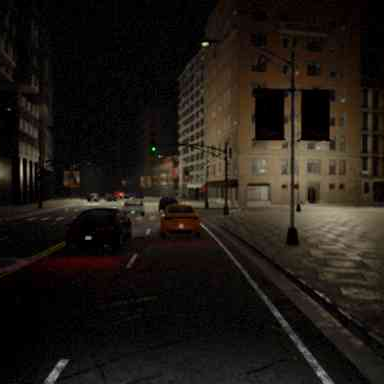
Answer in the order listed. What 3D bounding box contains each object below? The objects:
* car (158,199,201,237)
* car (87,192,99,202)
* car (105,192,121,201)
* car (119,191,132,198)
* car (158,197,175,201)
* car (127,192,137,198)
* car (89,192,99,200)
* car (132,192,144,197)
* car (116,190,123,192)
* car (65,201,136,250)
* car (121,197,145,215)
[{"bbox_3d":[-0.661,1.355,17.356,1.882,1.535,5.008,0,0,-4],"label":"car"},{"bbox_3d":[-17.337,1.122,58.380,2.128,1.511,4.902,0,0,-14],"label":"car"},{"bbox_3d":[-14.154,1.164,59.197,2.033,1.411,5.357,0,0,-14],"label":"car"},{"bbox_3d":[-15.230,1.109,74.639,1.895,1.301,4.718,0,0,-19],"label":"car"},{"bbox_3d":[-2.439,1.242,33.823,1.882,1.535,5.008,0,0,-8],"label":"car"},{"bbox_3d":[-15.399,0.812,85.214,1.882,1.535,5.008,0,0,-19],"label":"car"},{"bbox_3d":[-21.578,0.880,73.142,2.097,1.767,4.553,0,0,-18],"label":"car"},{"bbox_3d":[-12.093,1.032,75.517,1.812,1.442,4.674,0,0,-19],"label":"car"},{"bbox_3d":[-18.479,0.576,84.170,2.150,2.045,5.566,0,0,-19],"label":"car"},{"bbox_3d":[-3.675,1.384,13.814,1.882,1.535,5.008,0,1,-3],"label":"car"},{"bbox_3d":[-5.228,1.396,30.220,1.895,1.301,4.718,0,0,-7],"label":"car"}]
